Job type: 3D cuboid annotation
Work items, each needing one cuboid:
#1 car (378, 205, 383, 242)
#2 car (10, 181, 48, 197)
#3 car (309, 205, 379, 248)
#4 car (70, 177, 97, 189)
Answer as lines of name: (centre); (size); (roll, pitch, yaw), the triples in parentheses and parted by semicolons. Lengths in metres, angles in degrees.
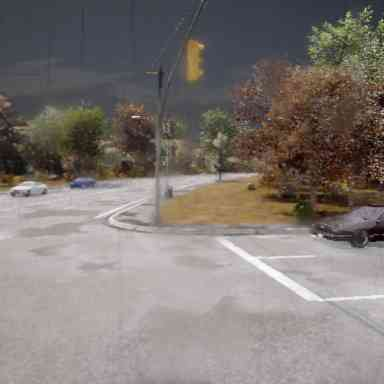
car: (8.603, 1.035, 9.462); (5.566, 2.045, 2.150); (0, 2, -11)
car: (-16.831, -0.370, 34.593); (1.812, 1.442, 4.674); (2, 4, 7)
car: (7.359, 1.231, 12.794); (5.357, 1.411, 2.033); (0, 2, -11)
car: (-14.976, -1.293, 46.021); (1.882, 1.535, 5.008); (2, 5, 12)
